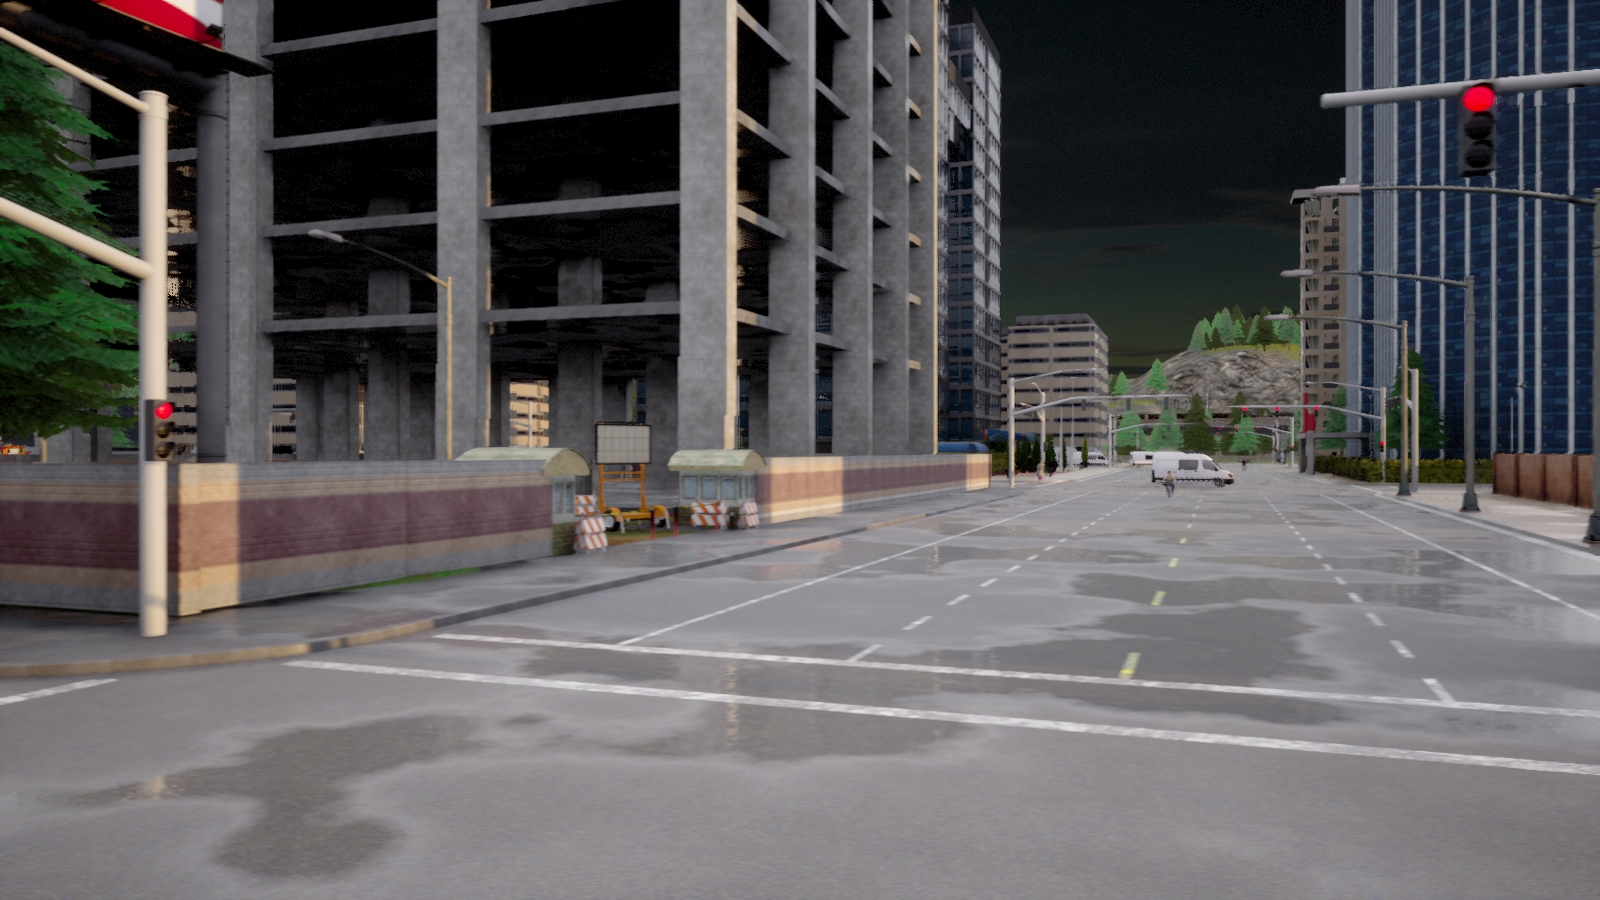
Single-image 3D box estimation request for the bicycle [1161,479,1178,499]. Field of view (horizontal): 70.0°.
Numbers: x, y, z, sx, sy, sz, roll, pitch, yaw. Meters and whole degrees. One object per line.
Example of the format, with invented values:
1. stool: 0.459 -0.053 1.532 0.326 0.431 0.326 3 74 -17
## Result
1. bicycle: 21.282 2.256 65.823 0.859 1.080 1.487 0 0 20
